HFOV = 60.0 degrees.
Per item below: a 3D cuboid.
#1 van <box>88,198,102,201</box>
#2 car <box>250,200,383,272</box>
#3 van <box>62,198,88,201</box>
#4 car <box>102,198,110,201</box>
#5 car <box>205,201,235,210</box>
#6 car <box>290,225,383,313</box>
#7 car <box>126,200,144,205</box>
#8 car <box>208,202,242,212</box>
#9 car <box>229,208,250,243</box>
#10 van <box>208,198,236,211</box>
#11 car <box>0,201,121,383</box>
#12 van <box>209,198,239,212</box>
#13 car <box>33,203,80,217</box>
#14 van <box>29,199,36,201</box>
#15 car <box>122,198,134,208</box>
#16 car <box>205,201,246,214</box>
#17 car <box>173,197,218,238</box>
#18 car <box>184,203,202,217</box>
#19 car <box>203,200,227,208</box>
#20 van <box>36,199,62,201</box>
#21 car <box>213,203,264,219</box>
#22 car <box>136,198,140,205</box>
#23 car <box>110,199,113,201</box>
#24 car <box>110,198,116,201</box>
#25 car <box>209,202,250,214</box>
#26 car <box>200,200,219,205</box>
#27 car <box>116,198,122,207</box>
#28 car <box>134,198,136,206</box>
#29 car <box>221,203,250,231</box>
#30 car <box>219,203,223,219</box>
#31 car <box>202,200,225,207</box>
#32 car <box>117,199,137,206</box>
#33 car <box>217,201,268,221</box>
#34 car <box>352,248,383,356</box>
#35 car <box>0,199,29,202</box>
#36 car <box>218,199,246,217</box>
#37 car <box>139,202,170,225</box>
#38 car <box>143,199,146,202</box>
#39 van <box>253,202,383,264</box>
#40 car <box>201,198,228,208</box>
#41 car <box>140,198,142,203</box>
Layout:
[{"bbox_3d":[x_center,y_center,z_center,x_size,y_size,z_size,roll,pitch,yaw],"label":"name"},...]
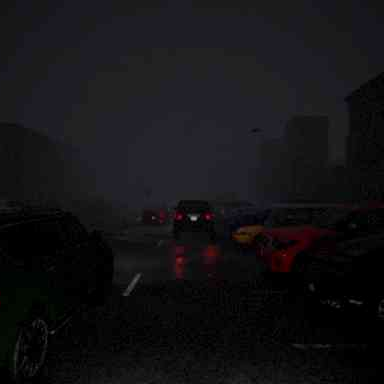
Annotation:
[{"bbox_3d":[-15.405,1.922,46.511,4.442,1.987,1.878,0,-1,0],"label":"van"},{"bbox_3d":[4.680,1.329,9.141,5.566,2.045,2.435,0,-1,0],"label":"car"},{"bbox_3d":[-15.632,1.831,40.996,4.442,1.987,1.878,0,-1,0],"label":"van"},{"bbox_3d":[-15.552,1.942,49.269,5.566,2.045,2.435,0,-1,0],"label":"car"},{"bbox_3d":[4.694,2.271,56.377,4.892,1.521,2.231,0,-1,0],"label":"car"},{"bbox_3d":[4.702,1.551,6.358,4.892,1.521,2.231,0,-1,0],"label":"car"},{"bbox_3d":[-15.566,2.829,90.627,4.674,1.452,2.002,0,-1,0],"label":"car"},{"bbox_3d":[4.704,2.179,48.039,4.674,1.452,2.002,0,-1,0],"label":"car"},{"bbox_3d":[4.522,1.645,14.695,5.366,1.575,1.946,0,-1,0],"label":"car"},{"bbox_3d":[4.817,2.000,53.601,4.442,1.987,1.878,0,-1,0],"label":"van"},{"bbox_3d":[-2.900,1.281,5.470,2.150,2.045,5.566,0,-1,0],"label":"car"},{"bbox_3d":[4.818,1.957,50.822,4.442,1.987,1.878,0,-1,0],"label":"van"},{"bbox_3d":[-15.511,2.052,38.235,4.674,1.452,2.002,0,-1,0],"label":"car"},{"bbox_3d":[-15.619,1.616,27.212,4.442,1.987,1.878,0,-1,0],"label":"van"},{"bbox_3d":[-15.515,2.560,71.325,4.792,1.488,2.163,0,-1,0],"label":"car"},{"bbox_3d":[4.517,2.091,45.260,5.366,1.575,1.946,0,-1,0],"label":"car"},{"bbox_3d":[0.096,1.447,19.173,2.150,2.045,5.566,0,-1,0],"label":"car"},{"bbox_3d":[0.093,2.064,39.115,2.033,1.411,5.357,0,-1,0],"label":"car"},{"bbox_3d":[4.669,2.469,67.493,4.792,1.488,2.163,0,-1,0],"label":"car"},{"bbox_3d":[-15.625,1.699,32.724,4.442,1.987,1.878,0,-1,0],"label":"van"},{"bbox_3d":[4.710,1.920,34.145,4.892,1.521,2.231,0,-1,0],"label":"car"},{"bbox_3d":[-15.522,2.354,76.845,5.566,2.045,2.435,0,-1,0],"label":"car"},{"bbox_3d":[-15.521,2.240,52.147,5.008,1.535,2.097,0,-1,0],"label":"car"},{"bbox_3d":[-15.560,2.159,54.906,4.553,1.767,2.185,0,-1,0],"label":"car"},{"bbox_3d":[4.697,2.050,42.481,5.008,1.535,2.097,0,-1,0],"label":"car"},{"bbox_3d":[4.697,2.797,89.719,4.792,1.488,2.163,0,-1,0],"label":"car"},{"bbox_3d":[-15.560,2.075,57.542,5.566,2.045,2.435,0,-1,0],"label":"car"},{"bbox_3d":[-15.550,2.609,74.082,4.674,1.452,2.002,0,-1,0],"label":"car"},{"bbox_3d":[4.700,1.758,23.030,4.892,1.521,2.231,0,-1,0],"label":"car"},{"bbox_3d":[4.703,1.836,25.808,4.674,1.452,2.002,0,-1,0],"label":"car"},{"bbox_3d":[4.691,2.524,73.052,4.892,1.521,2.231,0,-1,0],"label":"car"},{"bbox_3d":[-15.521,2.517,79.600,4.553,1.767,2.185,0,-1,0],"label":"car"},{"bbox_3d":[4.673,1.751,31.370,4.553,1.767,2.185,0,-1,0],"label":"car"},{"bbox_3d":[4.679,1.548,3.579,4.792,1.488,2.163,0,-1,0],"label":"car"},{"bbox_3d":[-15.528,1.550,24.454,5.566,2.045,2.435,0,-1,0],"label":"car"},{"bbox_3d":[4.673,1.710,28.590,4.553,1.767,2.185,0,-1,0],"label":"car"},{"bbox_3d":[-2.905,1.817,27.400,1.882,1.535,5.008,0,-1,0],"label":"car"},{"bbox_3d":[-15.555,2.752,87.870,5.008,1.535,2.097,0,-1,0],"label":"car"},{"bbox_3d":[4.591,1.388,11.918,4.442,1.987,1.878,0,-1,0],"label":"van"},{"bbox_3d":[4.669,2.230,70.277,5.566,2.045,2.435,0,-1,0],"label":"car"},{"bbox_3d":[-15.552,2.718,82.225,4.674,1.452,2.002,0,-1,0],"label":"car"}]
